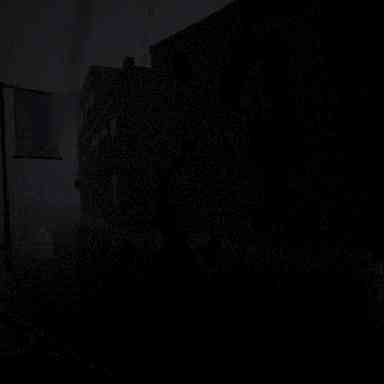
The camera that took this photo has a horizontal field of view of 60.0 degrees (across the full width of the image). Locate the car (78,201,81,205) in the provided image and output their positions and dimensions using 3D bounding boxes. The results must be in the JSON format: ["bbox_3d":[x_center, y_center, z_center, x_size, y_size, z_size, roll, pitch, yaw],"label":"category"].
[{"bbox_3d":[-22.773,2.206,72.265,2.128,1.511,4.902,-4,-2,14],"label":"car"}]

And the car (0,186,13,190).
[{"bbox_3d":[-46.762,-0.704,80.763,2.231,1.521,4.892,-4,-3,6],"label":"car"}]
